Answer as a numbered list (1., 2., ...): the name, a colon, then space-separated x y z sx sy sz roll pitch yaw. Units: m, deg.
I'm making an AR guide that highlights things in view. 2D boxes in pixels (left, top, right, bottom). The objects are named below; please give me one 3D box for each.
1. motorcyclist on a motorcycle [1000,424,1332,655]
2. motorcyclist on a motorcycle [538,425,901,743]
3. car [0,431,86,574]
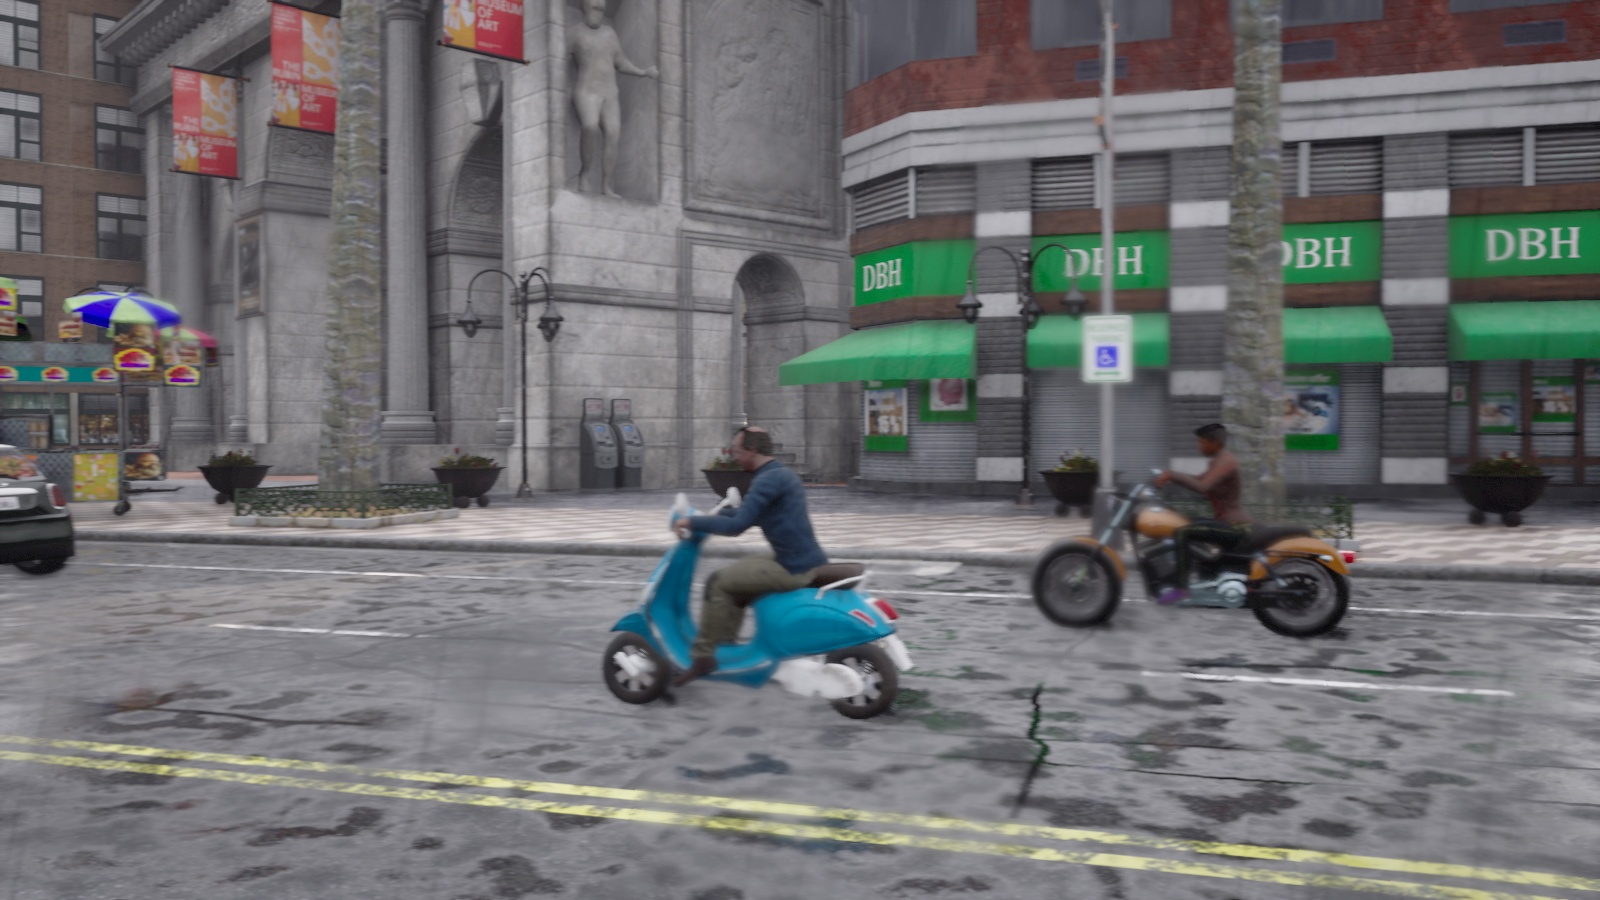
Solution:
1. motorcyclist on a motorcycle: 2.777 0.626 9.654 2.350 1.649 0.766 0 1 18
2. motorcyclist on a motorcycle: -0.429 0.662 6.982 1.817 1.590 0.866 0 1 18
3. car: -10.106 0.530 13.666 3.806 1.475 1.970 0 1 17
